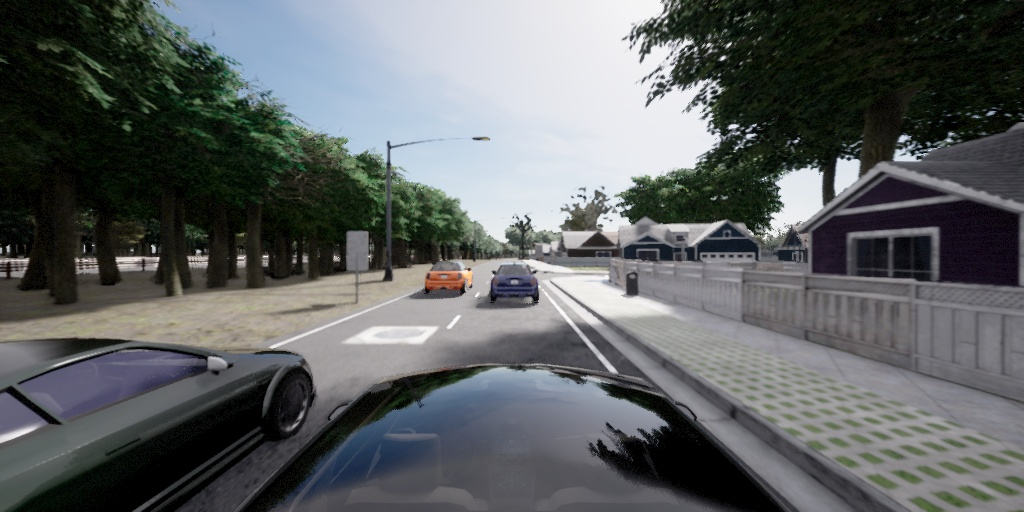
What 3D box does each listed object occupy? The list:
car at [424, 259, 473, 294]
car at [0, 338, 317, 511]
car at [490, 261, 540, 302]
[{"bbox_3d":[-3.389,1.048,19.980,2.097,1.767,4.553,0,0,0],"label":"car"},{"bbox_3d":[-3.399,1.314,2.722,1.994,1.385,4.181,0,0,0],"label":"car"},{"bbox_3d":[0.108,1.071,16.802,2.097,1.767,4.553,0,1,0],"label":"car"}]
